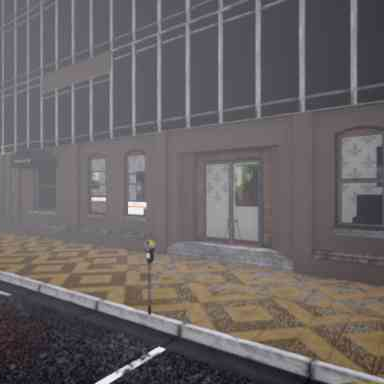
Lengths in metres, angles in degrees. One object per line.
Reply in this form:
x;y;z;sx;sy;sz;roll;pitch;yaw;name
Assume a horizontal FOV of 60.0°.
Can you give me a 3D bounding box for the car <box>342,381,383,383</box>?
2.645;1.523;0.987;4.829;1.417;1.752;0;0;36;car
